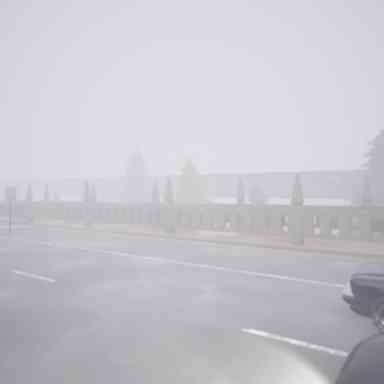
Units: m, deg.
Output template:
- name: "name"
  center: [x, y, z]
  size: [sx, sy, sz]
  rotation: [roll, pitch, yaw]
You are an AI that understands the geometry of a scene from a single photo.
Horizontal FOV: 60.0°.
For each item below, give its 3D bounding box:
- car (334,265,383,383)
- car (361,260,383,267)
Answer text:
- name: "car"
  center: [2.914, 1.542, 1.747]
  size: [4.181, 1.385, 1.994]
  rotation: [0, 0, 37]
- name: "car"
  center: [4.796, 1.564, 4.782]
  size: [4.718, 1.301, 1.895]
  rotation: [0, 0, 36]
